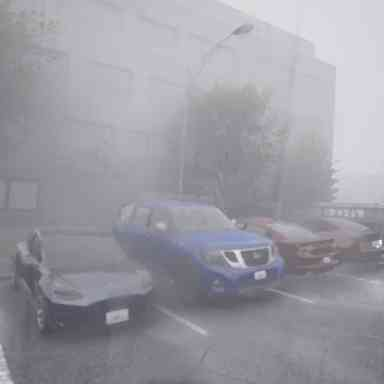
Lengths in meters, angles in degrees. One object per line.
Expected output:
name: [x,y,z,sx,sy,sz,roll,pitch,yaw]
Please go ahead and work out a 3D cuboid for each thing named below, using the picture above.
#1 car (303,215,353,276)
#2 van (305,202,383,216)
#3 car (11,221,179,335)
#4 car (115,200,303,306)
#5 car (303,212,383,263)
car: [1.943,1.552,10.352,2.097,1.535,5.008,1,0,-36]
van: [6.452,1.440,13.713,1.878,1.987,4.442,2,-1,-35]
car: [-2.541,1.527,7.118,2.163,1.488,4.792,1,0,-36]
car: [-0.265,1.272,8.743,2.435,2.045,5.566,1,0,-36]
car: [4.230,1.628,12.020,2.163,1.488,4.792,1,-1,-36]
